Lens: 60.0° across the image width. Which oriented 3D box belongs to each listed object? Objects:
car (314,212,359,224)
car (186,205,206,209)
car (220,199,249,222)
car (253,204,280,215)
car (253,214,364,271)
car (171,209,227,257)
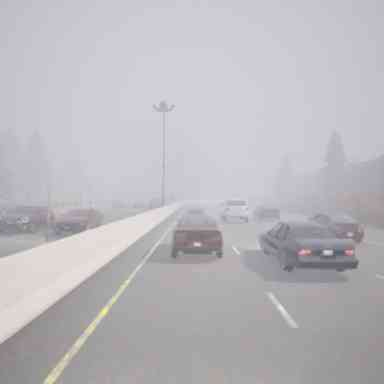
[{"bbox_3d":[7.217,1.781,17.446,1.812,1.442,4.674,0,-1,0],"label":"car"},{"bbox_3d":[0.347,1.977,32.797,1.812,1.442,4.674,0,-1,0],"label":"car"},{"bbox_3d":[3.843,1.651,30.691,2.150,2.045,5.566,0,-1,1],"label":"car"},{"bbox_3d":[7.365,1.950,33.259,1.882,1.535,5.008,0,-1,1],"label":"car"},{"bbox_3d":[3.677,1.714,11.460,2.033,1.411,5.357,0,-1,1],"label":"car"},{"bbox_3d":[0.200,1.669,13.806,1.882,1.535,5.008,0,-1,0],"label":"car"}]
